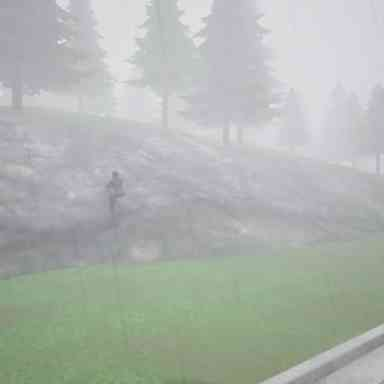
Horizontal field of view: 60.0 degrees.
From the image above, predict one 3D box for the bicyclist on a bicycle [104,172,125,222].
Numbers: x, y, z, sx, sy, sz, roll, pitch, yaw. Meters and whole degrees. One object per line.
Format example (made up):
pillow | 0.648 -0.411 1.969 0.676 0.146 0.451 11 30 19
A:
bicyclist on a bicycle | -2.762 0.092 11.807 0.582 1.620 1.656 -6 33 -37
